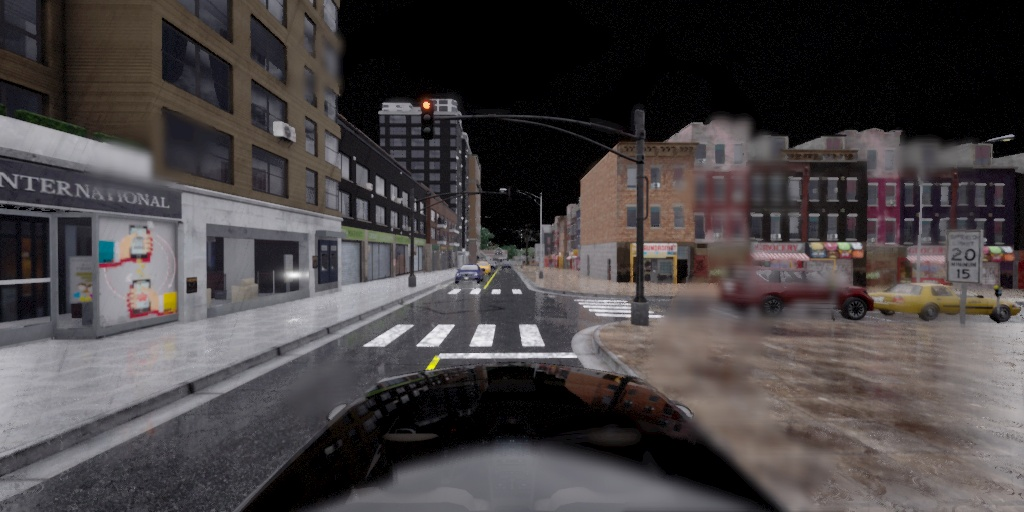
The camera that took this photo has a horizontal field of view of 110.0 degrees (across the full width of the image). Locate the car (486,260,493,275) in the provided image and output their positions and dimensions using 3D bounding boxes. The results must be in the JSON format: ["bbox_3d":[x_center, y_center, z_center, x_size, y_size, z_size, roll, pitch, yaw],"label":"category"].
[{"bbox_3d":[-3.528,1.399,42.175,1.882,1.535,5.008,0,0,-1],"label":"car"}]

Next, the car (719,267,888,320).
[{"bbox_3d":[10.602,1.345,13.643,5.009,1.841,2.192,0,0,-1],"label":"car"}]

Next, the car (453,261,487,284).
[{"bbox_3d":[-3.292,1.350,28.252,1.812,1.442,4.674,0,0,0],"label":"car"}]

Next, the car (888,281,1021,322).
[{"bbox_3d":[16.316,1.658,13.729,4.829,1.417,1.751,0,0,-1],"label":"car"}]

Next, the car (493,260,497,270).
[{"bbox_3d":[-3.778,1.521,62.672,2.097,1.767,4.553,0,-1,-1],"label":"car"}]
